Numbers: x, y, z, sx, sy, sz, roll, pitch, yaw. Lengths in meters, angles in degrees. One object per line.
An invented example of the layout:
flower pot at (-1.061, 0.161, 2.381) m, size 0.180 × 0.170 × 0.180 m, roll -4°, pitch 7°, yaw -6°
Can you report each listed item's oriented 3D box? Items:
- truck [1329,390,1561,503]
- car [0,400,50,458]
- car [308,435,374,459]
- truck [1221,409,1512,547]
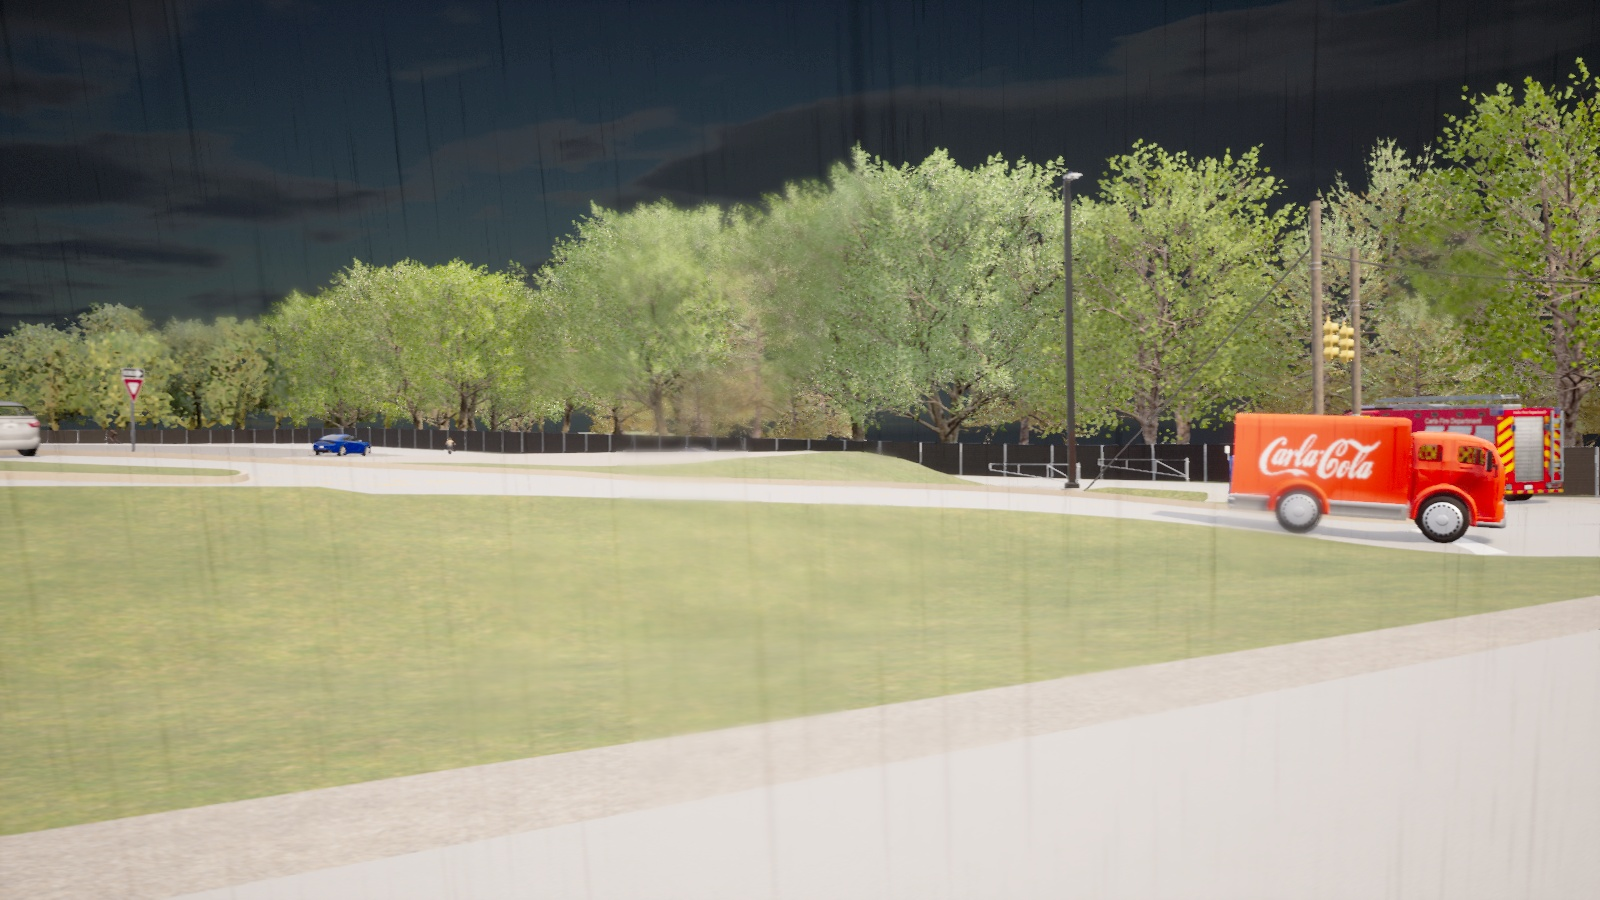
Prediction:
truck at (24.026, -0.197, 47.463) m, size 2.891 × 3.827 × 8.468 m, roll -2°, pitch 1°, yaw -14°
car at (-24.868, -0.579, 37.264) m, size 4.611 × 1.667 × 2.242 m, roll -1°, pitch 1°, yaw 25°
car at (-31.711, -0.206, 86.906) m, size 1.882 × 1.535 × 5.008 m, roll 2°, pitch 0°, yaw 13°
truck at (11.708, 0.474, 26.275) m, size 5.204 × 2.467 × 2.627 m, roll 3°, pitch 2°, yaw 23°
